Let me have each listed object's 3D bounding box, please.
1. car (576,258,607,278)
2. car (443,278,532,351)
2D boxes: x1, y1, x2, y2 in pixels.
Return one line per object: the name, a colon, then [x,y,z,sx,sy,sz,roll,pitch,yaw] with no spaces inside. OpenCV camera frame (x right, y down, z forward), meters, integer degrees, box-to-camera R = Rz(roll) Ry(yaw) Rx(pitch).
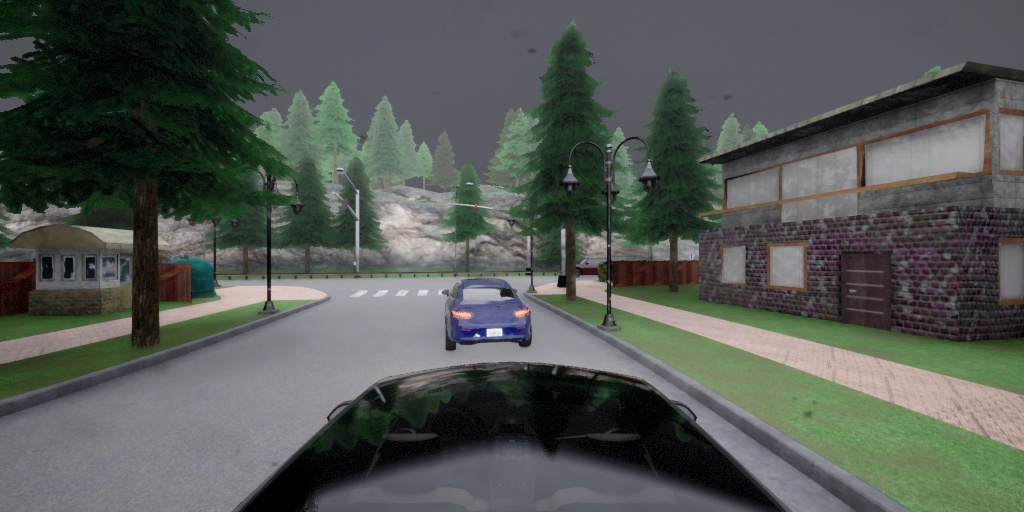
car: [6.607,0.945,31.500,4.553,1.767,2.097,0,0,-12]
car: [-0.755,1.276,9.016,1.812,1.442,4.674,0,0,-11]
